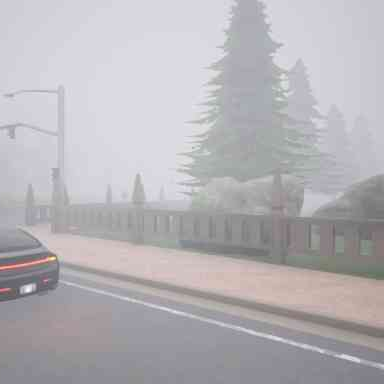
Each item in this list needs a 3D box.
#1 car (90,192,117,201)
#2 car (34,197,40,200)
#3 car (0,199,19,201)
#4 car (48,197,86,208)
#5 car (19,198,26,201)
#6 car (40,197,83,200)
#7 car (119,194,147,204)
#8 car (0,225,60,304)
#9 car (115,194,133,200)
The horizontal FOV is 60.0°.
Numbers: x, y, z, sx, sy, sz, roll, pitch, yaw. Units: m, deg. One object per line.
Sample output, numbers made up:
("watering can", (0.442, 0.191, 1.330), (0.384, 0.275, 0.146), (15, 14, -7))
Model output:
("car", (-15.592, 1.118, 59.604), (2.150, 2.045, 5.566), (0, 2, 35))
("car", (-23.699, 1.504, 48.285), (1.837, 1.490, 4.892), (0, 0, 36))
("car", (-22.619, 1.563, 37.788), (1.994, 1.385, 4.181), (0, 0, 36))
("car", (-18.505, 1.491, 49.524), (2.128, 1.511, 4.902), (0, 0, 36))
("car", (-23.999, 1.547, 41.863), (2.033, 1.411, 5.357), (0, 0, 36))
("car", (-17.514, 1.525, 44.898), (1.812, 1.442, 4.674), (0, 0, 36))
("car", (-10.644, 1.265, 60.526), (2.128, 1.511, 4.902), (0, 2, 36))
("car", (-4.937, 1.505, 7.460), (4.892, 1.490, 1.837), (0, 0, 36))
("car", (-9.951, 1.403, 55.482), (1.837, 1.490, 4.892), (0, 2, 36))
